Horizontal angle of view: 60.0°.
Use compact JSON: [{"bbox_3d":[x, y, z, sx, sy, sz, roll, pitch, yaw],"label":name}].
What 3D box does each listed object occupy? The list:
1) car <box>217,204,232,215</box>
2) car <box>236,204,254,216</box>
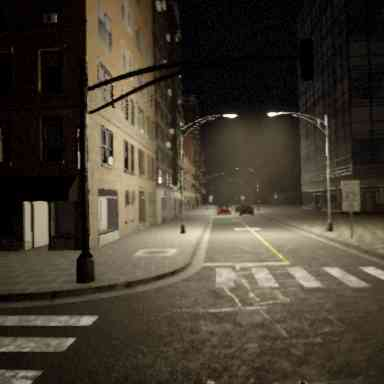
[{"bbox_3d":[5.041,2.660,51.870,2.097,1.767,4.553,-2,-1,4],"label":"car"},{"bbox_3d":[7.757,2.605,47.446,1.882,1.535,5.008,-2,-2,5],"label":"car"}]
